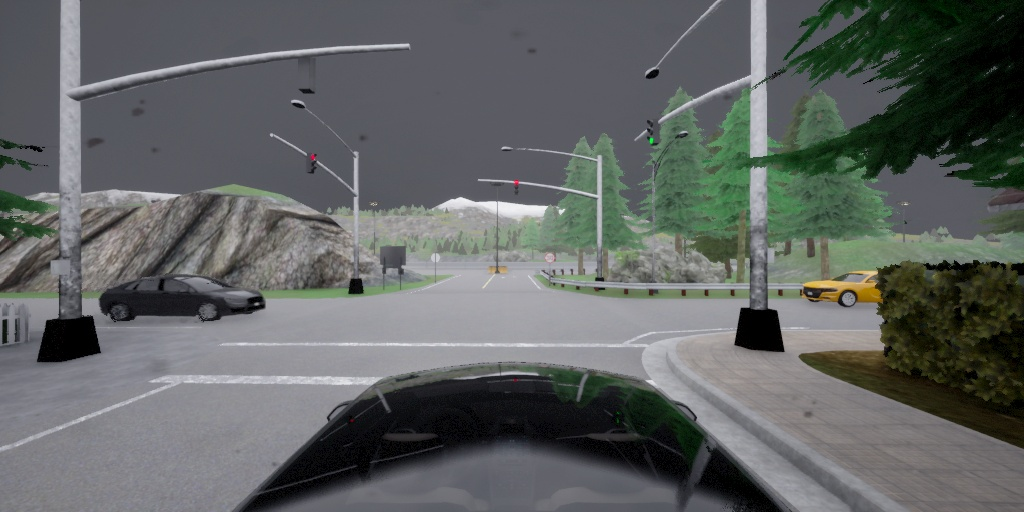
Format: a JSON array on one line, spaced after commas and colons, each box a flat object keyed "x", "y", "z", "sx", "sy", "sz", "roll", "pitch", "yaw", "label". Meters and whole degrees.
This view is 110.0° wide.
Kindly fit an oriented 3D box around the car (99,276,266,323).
[{"x": -11.452, "y": 1.446, "z": 12.653, "sx": 4.892, "sy": 1.490, "sz": 1.837, "roll": 0, "pitch": 0, "yaw": 0, "label": "car"}]

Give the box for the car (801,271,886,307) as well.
[{"x": 15.955, "y": 1.419, "z": 16.176, "sx": 5.008, "sy": 1.535, "sz": 1.882, "roll": 0, "pitch": 0, "yaw": 0, "label": "car"}]
